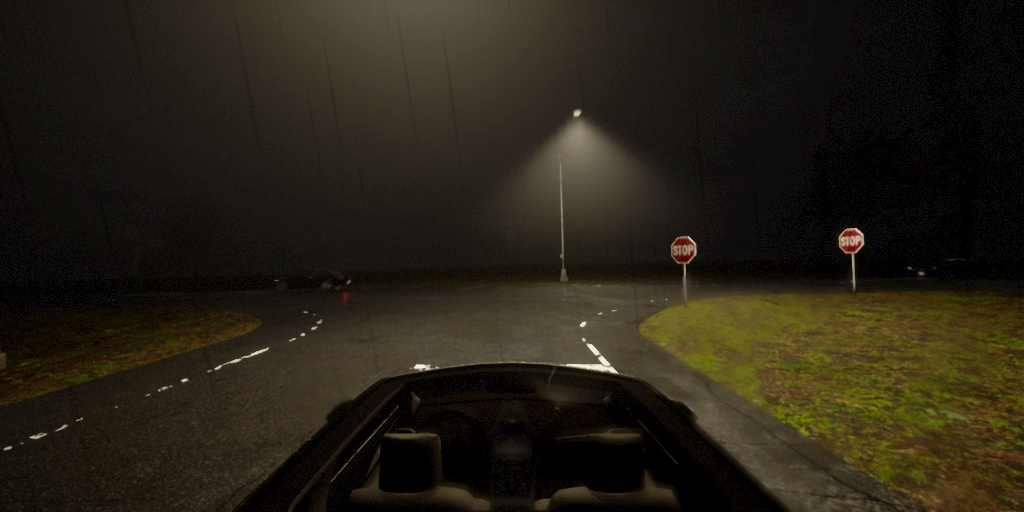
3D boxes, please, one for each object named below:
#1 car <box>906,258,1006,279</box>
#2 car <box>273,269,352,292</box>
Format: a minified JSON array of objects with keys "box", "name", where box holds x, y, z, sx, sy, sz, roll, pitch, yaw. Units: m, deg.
[{"box":[29.487,0.826,23.927,4.718,1.301,1.895,-1,-2,-1],"name":"car"},{"box":[-12.880,1.564,23.270,4.674,1.442,1.812,-1,-2,0],"name":"car"}]
